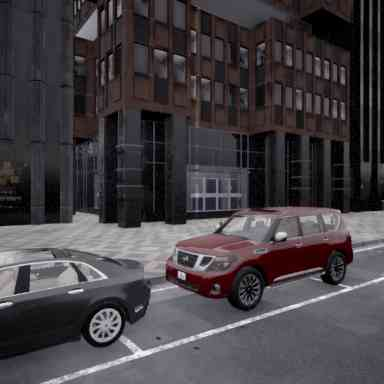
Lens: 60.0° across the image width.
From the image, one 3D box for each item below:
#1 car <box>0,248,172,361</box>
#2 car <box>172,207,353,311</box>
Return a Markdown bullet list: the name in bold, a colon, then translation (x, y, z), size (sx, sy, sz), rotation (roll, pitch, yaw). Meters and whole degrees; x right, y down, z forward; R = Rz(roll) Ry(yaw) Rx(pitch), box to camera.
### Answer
- **car**: translation (-2.722, 1.551, 4.705), size (4.403, 1.369, 2.008), rotation (0, 0, -35)
- **car**: translation (1.846, 1.315, 7.961), size (5.009, 1.841, 2.192), rotation (0, 0, -35)
